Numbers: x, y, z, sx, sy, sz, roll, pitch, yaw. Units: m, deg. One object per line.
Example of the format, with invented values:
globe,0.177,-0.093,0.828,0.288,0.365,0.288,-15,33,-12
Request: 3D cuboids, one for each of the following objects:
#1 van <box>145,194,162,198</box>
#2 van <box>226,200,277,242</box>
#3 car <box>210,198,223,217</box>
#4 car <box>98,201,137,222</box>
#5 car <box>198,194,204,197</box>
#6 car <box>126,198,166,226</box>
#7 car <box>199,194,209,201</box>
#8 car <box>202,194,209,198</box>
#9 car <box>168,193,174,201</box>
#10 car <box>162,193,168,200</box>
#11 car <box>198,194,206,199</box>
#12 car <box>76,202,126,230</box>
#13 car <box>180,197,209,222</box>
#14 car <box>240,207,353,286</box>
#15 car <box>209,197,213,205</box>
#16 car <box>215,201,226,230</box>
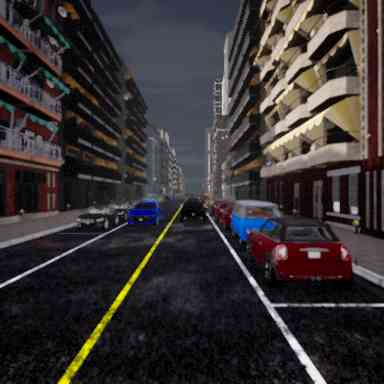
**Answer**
van,-5.686,1.167,47.957,1.690,1.788,3.998,1,0,0
van,2.699,1.285,14.805,1.690,1.788,3.998,1,0,0
car,2.695,1.448,25.853,1.887,1.381,4.507,0,0,0
car,-5.685,1.454,25.866,2.008,1.369,4.403,1,0,0
car,0.090,1.362,39.218,1.837,1.490,4.892,0,1,0
car,-3.102,1.392,22.634,1.882,1.535,5.008,0,0,0
car,2.690,1.279,75.564,1.887,1.381,4.507,0,0,0
car,2.694,1.350,48.117,1.752,1.417,4.829,0,0,0
car,-5.691,1.300,75.575,1.947,1.339,4.313,0,0,0
car,-5.689,1.314,58.836,1.752,1.417,4.829,0,0,0
car,2.688,1.249,92.134,1.947,1.339,4.313,0,0,0
car,-5.685,1.474,20.342,2.008,1.369,4.403,1,0,0
car,0.094,1.382,25.516,1.882,1.535,5.008,0,0,0
car,2.698,1.404,9.282,1.967,1.590,4.097,1,0,0
car,2.694,1.450,31.377,1.947,1.339,4.313,0,0,0
car,2.696,1.468,20.329,1.887,1.381,4.507,0,0,0
